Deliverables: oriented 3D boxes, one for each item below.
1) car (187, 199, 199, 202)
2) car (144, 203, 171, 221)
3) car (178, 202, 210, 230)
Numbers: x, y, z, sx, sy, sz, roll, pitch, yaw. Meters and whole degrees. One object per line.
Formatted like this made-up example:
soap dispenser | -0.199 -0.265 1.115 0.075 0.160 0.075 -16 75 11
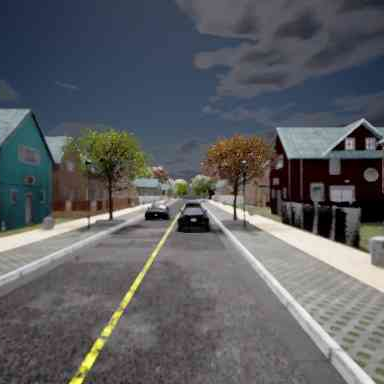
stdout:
car | 0.118 1.618 39.251 1.837 1.490 4.892 0 0 0
car | -2.833 1.634 28.261 1.994 1.385 4.181 0 0 0
car | 0.105 1.612 21.606 1.994 1.385 4.181 0 0 0
